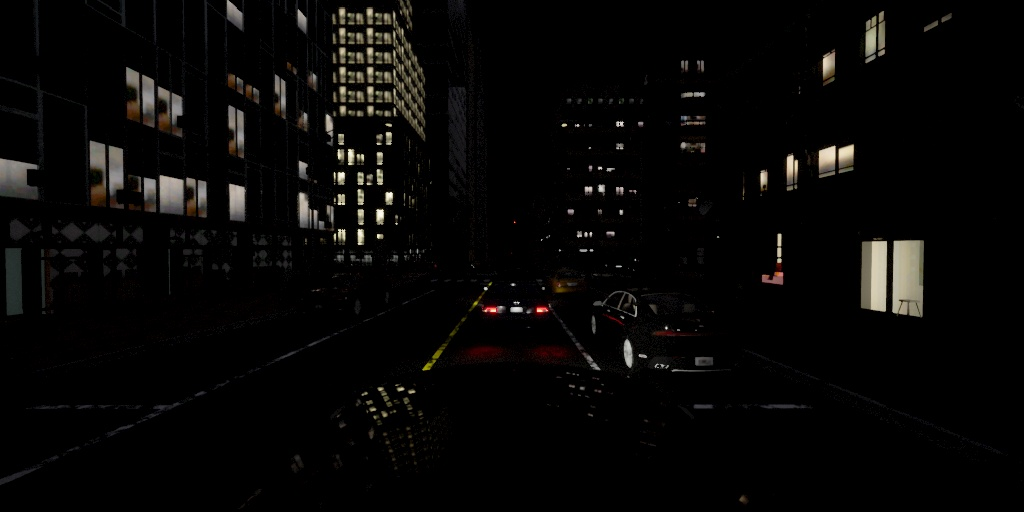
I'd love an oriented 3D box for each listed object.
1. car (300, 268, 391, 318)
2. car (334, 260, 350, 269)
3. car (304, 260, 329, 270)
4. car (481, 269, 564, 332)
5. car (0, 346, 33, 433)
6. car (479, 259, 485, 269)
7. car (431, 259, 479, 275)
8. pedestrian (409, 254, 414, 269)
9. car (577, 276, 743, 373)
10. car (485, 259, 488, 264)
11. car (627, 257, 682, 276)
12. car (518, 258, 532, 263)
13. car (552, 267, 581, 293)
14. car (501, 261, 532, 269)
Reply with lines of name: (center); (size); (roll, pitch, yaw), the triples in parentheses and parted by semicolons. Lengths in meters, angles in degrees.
car: (-5.843, 1.292, 13.094); (1.888, 1.381, 4.507); (0, 0, 0)
car: (-21.742, 1.026, 42.288); (4.829, 1.417, 1.751); (0, 0, 1)
car: (-21.433, 1.075, 36.518); (5.008, 1.535, 1.882); (1, 1, 1)
car: (0.085, 1.295, 10.845); (2.033, 1.411, 5.357); (0, 0, 0)
car: (-5.796, 1.300, 1.804); (2.007, 1.370, 4.403); (0, 0, 0)
car: (-5.793, 1.263, 56.466); (1.751, 1.417, 4.829); (0, 0, 0)
car: (-6.245, 1.094, 38.347); (4.553, 1.767, 2.097); (0, 0, -23)
pedestrian: (-12.629, 0.669, 45.140); (0.375, 1.860, 0.375); (0, 0, 1)
car: (2.807, 1.299, 7.407); (2.007, 1.370, 4.403); (0, 0, 0)
car: (-5.803, 1.303, 62.290); (1.948, 1.339, 4.313); (0, 0, 0)
car: (15.565, 1.081, 39.265); (5.566, 2.045, 2.150); (1, 1, 1)
car: (2.577, 1.288, 62.305); (2.007, 1.370, 4.403); (0, 0, 0)
car: (2.786, 1.271, 18.866); (1.751, 1.417, 4.829); (0, 0, 0)
car: (0.057, 1.249, 21.267); (1.837, 1.490, 4.892); (0, 0, 0)
